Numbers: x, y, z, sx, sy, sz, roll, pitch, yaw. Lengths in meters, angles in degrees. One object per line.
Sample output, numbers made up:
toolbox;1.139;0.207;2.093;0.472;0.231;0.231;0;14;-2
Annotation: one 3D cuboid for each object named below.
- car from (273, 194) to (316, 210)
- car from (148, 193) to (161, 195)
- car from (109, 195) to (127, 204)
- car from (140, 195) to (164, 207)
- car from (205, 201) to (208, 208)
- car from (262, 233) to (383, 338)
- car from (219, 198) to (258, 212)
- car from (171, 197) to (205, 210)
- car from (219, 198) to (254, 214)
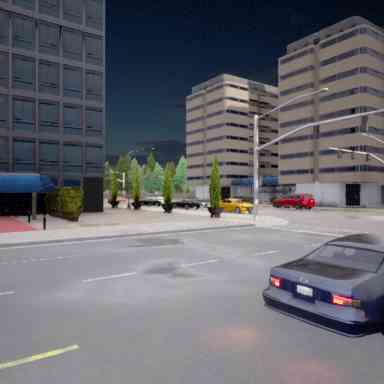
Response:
car;12.996;1.221;42.520;2.150;2.045;5.566;0;0;-35
car;-5.770;1.219;56.798;2.150;2.045;5.566;0;0;-34
car;-14.002;1.351;62.553;2.097;1.767;4.553;0;0;-35
car;-6.570;1.601;51.822;1.895;1.301;4.718;0;0;-35
car;0.295;1.491;48.119;2.128;1.511;4.902;0;0;-35
car;3.768;1.547;6.510;5.357;1.411;2.033;0;0;-35
car;5.608;1.505;40.535;1.837;1.490;4.892;0;0;-35
car;-0.852;1.601;43.655;1.895;1.301;4.718;0;0;-35
car;4.509;1.478;36.001;1.882;1.535;5.008;0;0;-35
